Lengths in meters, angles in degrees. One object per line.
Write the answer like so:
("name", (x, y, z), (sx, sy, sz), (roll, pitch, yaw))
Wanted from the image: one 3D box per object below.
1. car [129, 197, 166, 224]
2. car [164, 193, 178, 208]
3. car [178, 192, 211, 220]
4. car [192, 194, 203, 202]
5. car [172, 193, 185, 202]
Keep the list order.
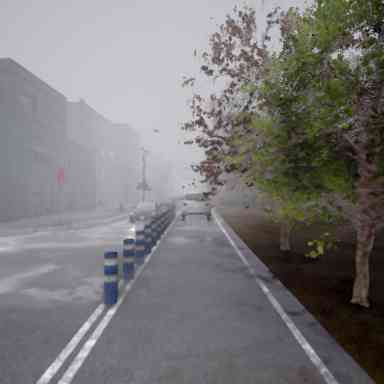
("car", (-3.149, 1.347, 23.502), (1.812, 1.442, 4.674), (0, 1, 1))
("car", (-2.878, 1.215, 38.268), (2.033, 1.411, 5.357), (0, 1, 1))
("car", (0.338, 1.016, 26.264), (2.150, 2.045, 5.566), (0, 1, 1))
("car", (0.964, 1.036, 58.961), (1.895, 1.301, 4.718), (0, 1, 1))
("car", (-2.348, 0.927, 57.779), (1.882, 1.535, 5.008), (0, 0, 2))
